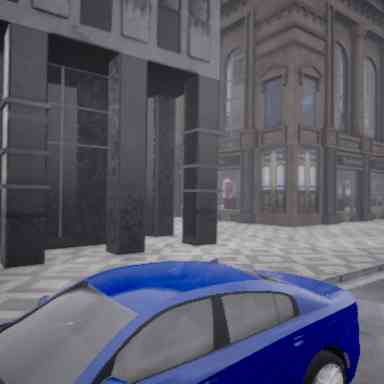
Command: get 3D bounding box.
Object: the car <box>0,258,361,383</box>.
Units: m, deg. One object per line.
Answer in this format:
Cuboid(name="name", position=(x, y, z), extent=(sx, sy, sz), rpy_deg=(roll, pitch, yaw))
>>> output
Cuboid(name="car", position=(-0.436, 1.478, 3.067), extent=(5.008, 1.535, 1.882), rpy_deg=(0, 0, -35))
